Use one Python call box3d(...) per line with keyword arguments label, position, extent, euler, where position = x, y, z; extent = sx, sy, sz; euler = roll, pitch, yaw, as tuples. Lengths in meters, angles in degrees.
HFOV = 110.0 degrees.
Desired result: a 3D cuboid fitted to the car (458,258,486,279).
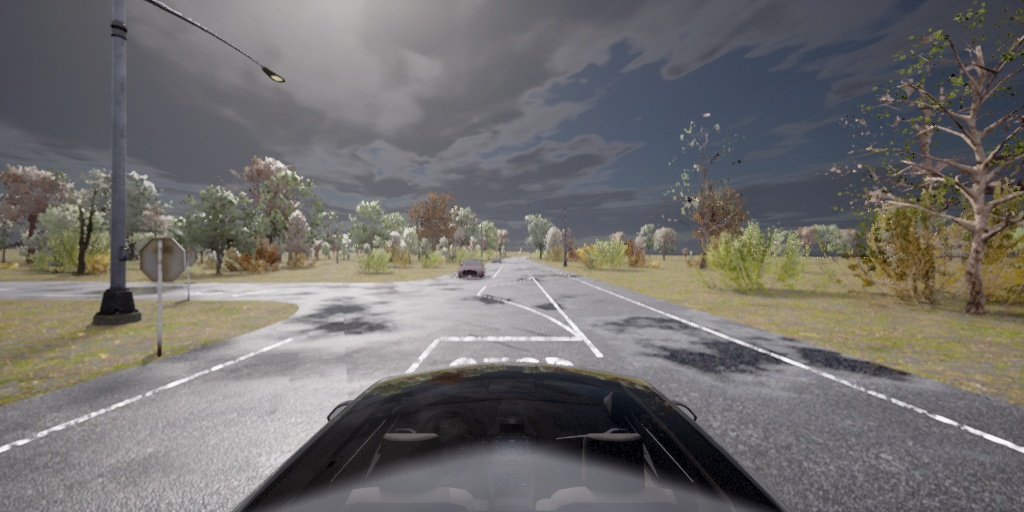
box3d(label="car", position=(-3.434, 1.047, 31.342), extent=(2.097, 1.767, 4.553), euler=(0, 0, 0))
